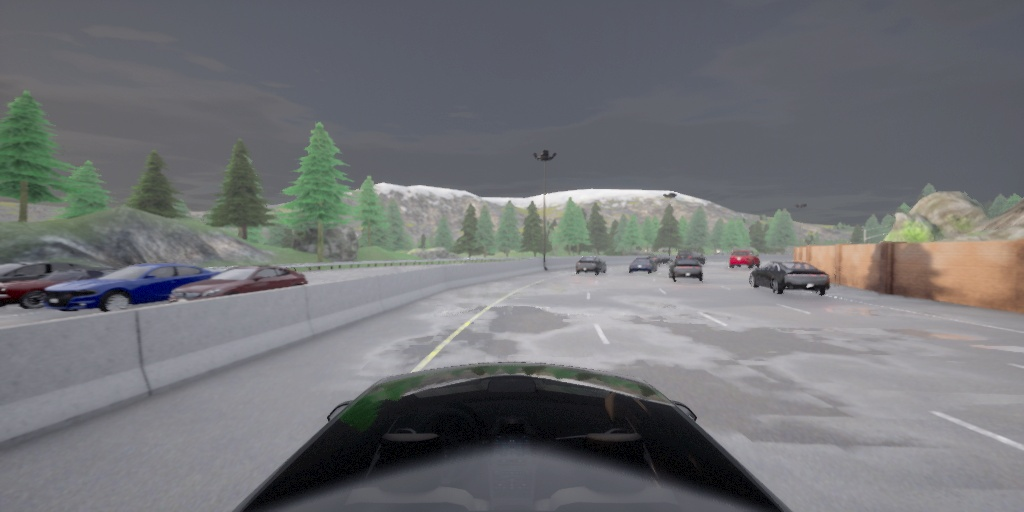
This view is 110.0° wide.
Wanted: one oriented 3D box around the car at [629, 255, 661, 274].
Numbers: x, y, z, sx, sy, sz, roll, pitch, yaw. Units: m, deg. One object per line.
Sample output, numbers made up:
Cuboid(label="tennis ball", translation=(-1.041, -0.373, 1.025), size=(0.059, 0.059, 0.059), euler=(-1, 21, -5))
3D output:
Cuboid(label="car", translation=(12.207, 0.836, 33.213), size=(1.994, 1.385, 4.181), euler=(1, 1, 30))

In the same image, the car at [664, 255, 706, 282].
Cuboid(label="car", translation=(11.828, 0.903, 24.516), size=(2.128, 1.511, 4.902), euler=(0, 1, 22))

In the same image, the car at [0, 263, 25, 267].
Cuboid(label="car", translation=(-19.954, 1.004, 14.755), size=(1.837, 1.490, 4.892), euler=(0, 0, 8))

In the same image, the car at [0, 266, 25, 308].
Cuboid(label="car", translation=(-16.578, 1.123, 13.635), size=(1.895, 1.301, 4.718), euler=(0, 1, 8))

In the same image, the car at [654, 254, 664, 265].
Cuboid(label="car", translation=(20.411, 0.516, 49.765), size=(4.902, 1.511, 2.128), euler=(-1, 1, -45))

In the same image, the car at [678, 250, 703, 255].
Cuboid(label="car", translation=(24.457, 0.268, 48.930), size=(5.566, 2.045, 2.150), euler=(0, 1, -43))

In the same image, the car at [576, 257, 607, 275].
Cuboid(label="car", translation=(6.783, 0.796, 30.401), size=(2.128, 1.511, 4.902), euler=(0, 1, 25))

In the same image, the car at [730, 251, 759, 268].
Cuboid(label="car", translation=(26.892, 0.396, 41.370), size=(2.150, 2.045, 5.566), euler=(0, 0, 45))

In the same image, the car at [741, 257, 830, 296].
Cuboid(label="car", translation=(13.351, 1.018, 17.554), size=(2.128, 1.511, 4.902), euler=(0, 1, 17))

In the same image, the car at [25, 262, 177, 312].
Cuboid(label="car", translation=(-13.130, 1.017, 13.019), size=(1.882, 1.535, 5.008), euler=(0, 1, 8))

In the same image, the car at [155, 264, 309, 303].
Cuboid(label="car", translation=(-9.586, 1.071, 13.131), size=(1.812, 1.442, 4.674), euler=(0, 1, 9))
